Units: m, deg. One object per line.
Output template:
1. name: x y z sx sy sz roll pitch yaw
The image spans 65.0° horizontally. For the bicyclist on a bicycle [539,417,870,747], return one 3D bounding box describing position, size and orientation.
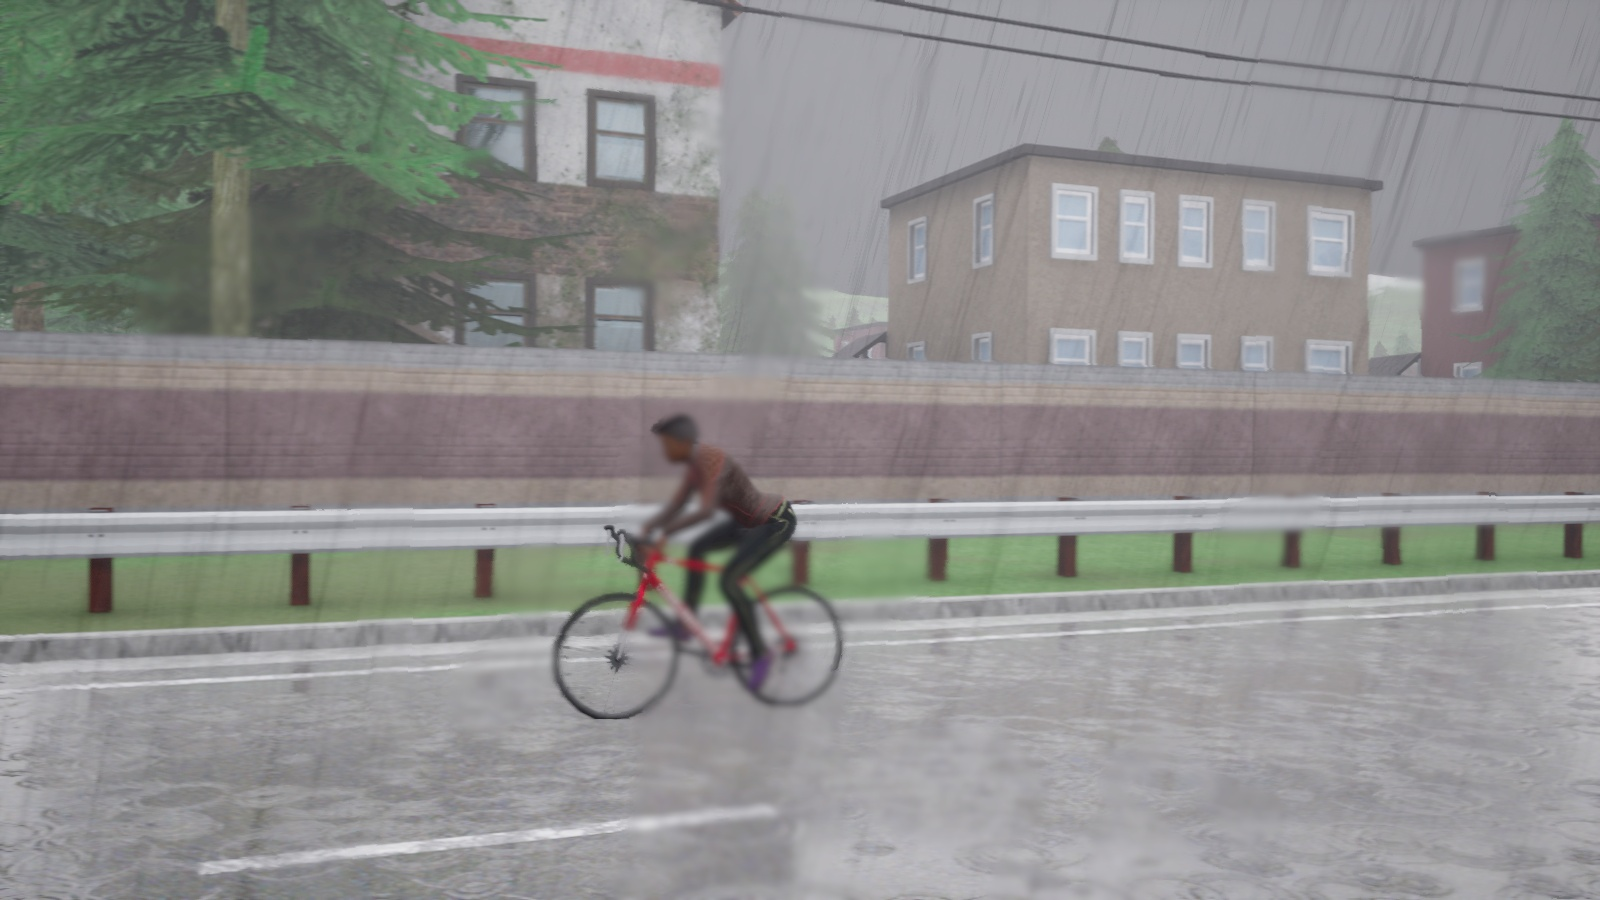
1. bicyclist on a bicycle: -0.512 0.646 6.787 1.656 1.620 0.582 -1 1 -21
